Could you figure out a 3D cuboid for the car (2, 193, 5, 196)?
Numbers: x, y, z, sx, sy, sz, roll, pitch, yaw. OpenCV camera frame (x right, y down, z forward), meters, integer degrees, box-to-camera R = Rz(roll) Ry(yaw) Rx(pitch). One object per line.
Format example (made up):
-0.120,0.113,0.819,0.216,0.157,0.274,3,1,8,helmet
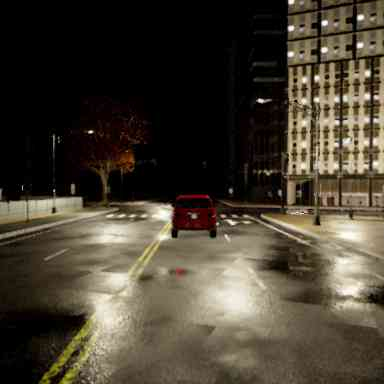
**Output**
-34.670,0.898,58.093,4.553,1.767,2.097,1,2,21,car

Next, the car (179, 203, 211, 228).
0.201,1.507,22.471,1.994,1.385,4.181,0,0,0,car

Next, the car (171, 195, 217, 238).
0.082,1.176,17.531,2.150,2.045,5.566,0,0,0,car
